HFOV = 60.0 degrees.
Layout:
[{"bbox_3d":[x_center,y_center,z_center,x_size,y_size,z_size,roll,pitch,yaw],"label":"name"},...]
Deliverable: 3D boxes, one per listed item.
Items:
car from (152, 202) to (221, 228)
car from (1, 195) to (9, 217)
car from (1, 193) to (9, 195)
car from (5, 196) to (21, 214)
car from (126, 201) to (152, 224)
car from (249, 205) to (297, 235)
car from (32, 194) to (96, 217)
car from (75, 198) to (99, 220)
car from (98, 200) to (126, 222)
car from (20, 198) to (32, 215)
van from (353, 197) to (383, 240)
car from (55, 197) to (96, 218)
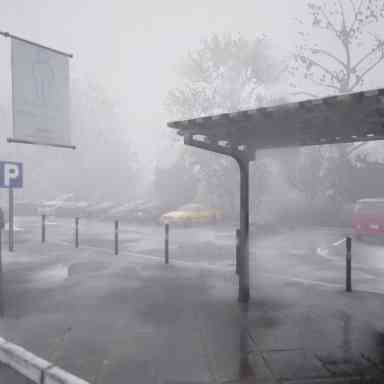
[{"bbox_3d":[0.008,1.475,22.489,1.946,1.575,5.366,0,0,36],"label":"car"},{"bbox_3d":[-17.846,1.444,35.701,1.946,1.575,5.366,0,0,36],"label":"car"},{"bbox_3d":[-24.746,1.154,40.369,2.435,2.045,5.566,0,0,36],"label":"car"},{"bbox_3d":[-15.696,1.455,33.932,2.097,1.535,5.008,0,0,36],"label":"car"},{"bbox_3d":[-2.125,1.505,24.278,2.163,1.488,4.792,0,0,36],"label":"car"},{"bbox_3d":[4.617,1.514,19.389,2.163,1.488,4.792,0,0,36],"label":"car"},{"bbox_3d":[-11.192,1.212,30.685,2.435,2.045,5.566,0,0,36],"label":"car"},{"bbox_3d":[-6.655,1.469,27.485,2.097,1.535,5.008,0,0,36],"label":"car"},{"bbox_3d":[-4.396,1.474,25.872,2.231,1.521,4.892,0,0,36],"label":"car"},{"bbox_3d":[-13.437,1.462,32.316,2.231,1.521,4.892,0,0,36],"label":"car"},{"bbox_3d":[9.217,1.264,16.281,1.878,1.987,4.442,0,0,36],"label":"van"},{"bbox_3d":[-8.914,1.466,29.099,2.097,1.535,5.008,0,0,36],"label":"car"}]
